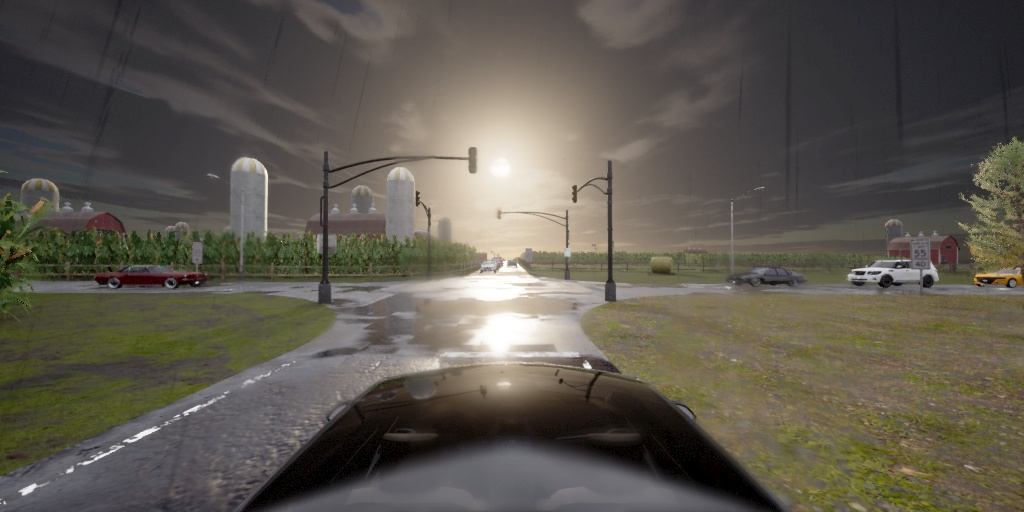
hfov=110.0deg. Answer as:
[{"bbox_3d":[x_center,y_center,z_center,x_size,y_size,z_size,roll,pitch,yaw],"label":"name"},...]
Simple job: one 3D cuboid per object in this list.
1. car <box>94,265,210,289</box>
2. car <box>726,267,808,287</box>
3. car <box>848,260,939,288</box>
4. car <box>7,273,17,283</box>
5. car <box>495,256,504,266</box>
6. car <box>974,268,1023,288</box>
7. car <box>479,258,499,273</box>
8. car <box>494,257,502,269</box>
[{"bbox_3d":[-19.936,1.163,20.073,4.718,1.301,1.895,0,-1,-4],"label":"car"},{"bbox_3d":[18.675,1.525,26.296,5.357,1.411,2.033,1,-1,-8],"label":"car"},{"bbox_3d":[28.660,1.291,27.005,5.566,2.045,2.150,1,-1,-4],"label":"car"},{"bbox_3d":[-30.698,1.023,19.458,5.357,1.411,2.033,0,-1,-3],"label":"car"},{"bbox_3d":[-2.891,1.295,62.545,1.882,1.535,5.008,0,0,0],"label":"car"},{"bbox_3d":[38.842,1.645,27.759,5.008,1.535,1.882,1,-1,-5],"label":"car"},{"bbox_3d":[-2.818,1.312,43.367,1.812,1.442,4.674,0,0,-1],"label":"car"},{"bbox_3d":[-2.872,1.325,52.524,1.812,1.442,4.674,0,0,0],"label":"car"}]
